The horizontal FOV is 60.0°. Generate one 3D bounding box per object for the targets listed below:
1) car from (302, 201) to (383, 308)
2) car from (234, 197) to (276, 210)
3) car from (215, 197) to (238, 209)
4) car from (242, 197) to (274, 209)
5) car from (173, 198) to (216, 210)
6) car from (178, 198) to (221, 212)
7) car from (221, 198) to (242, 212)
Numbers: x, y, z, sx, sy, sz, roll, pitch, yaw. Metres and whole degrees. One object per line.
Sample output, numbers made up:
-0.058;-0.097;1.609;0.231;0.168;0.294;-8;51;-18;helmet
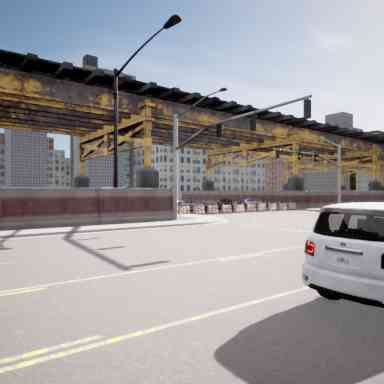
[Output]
4.732;1.221;7.133;5.566;2.045;2.150;0;0;-35;car
8.052;1.453;42.975;4.974;1.542;2.038;0;0;-7;car
4.148;1.295;39.275;1.853;1.218;4.536;0;0;18;car
8.000;1.295;42.969;4.536;1.218;1.853;0;0;-7;car
0.330;1.295;36.556;4.536;1.218;1.853;0;0;8;car
0.381;1.453;36.549;4.974;1.542;2.038;0;0;8;car
4.133;1.453;39.225;2.038;1.542;4.974;0;0;18;car
